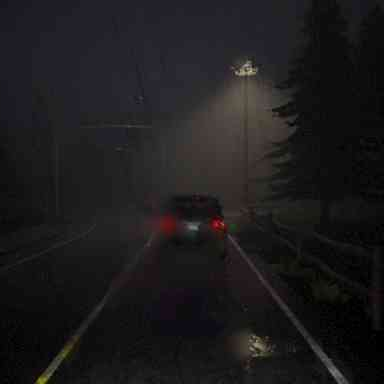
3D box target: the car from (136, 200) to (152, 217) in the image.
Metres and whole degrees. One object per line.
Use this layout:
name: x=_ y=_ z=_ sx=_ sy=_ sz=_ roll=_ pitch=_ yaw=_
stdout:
car: x=-3.240 y=1.328 z=27.880 sx=1.895 sy=1.301 sz=4.718 roll=0 pitch=1 yaw=-25

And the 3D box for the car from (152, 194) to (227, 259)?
car: x=-0.006 y=1.095 z=12.190 sx=2.150 sy=2.045 sz=5.566 roll=0 pitch=1 yaw=-1
